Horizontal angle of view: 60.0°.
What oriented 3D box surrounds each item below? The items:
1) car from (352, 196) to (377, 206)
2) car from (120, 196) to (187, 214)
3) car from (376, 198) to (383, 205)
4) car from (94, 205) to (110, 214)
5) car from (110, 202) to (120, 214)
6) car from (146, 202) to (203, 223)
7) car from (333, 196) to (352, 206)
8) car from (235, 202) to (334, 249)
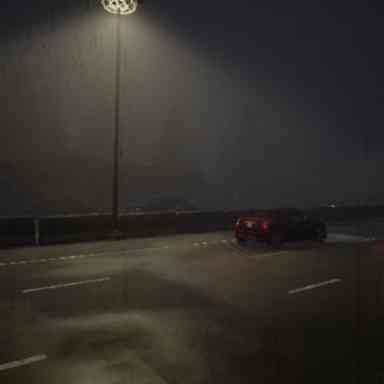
[{"bbox_3d":[29.306,1.484,55.021,4.902,1.511,2.128,-1,0,-35],"label":"car"},{"bbox_3d":[-2.774,1.332,27.832,5.566,2.045,2.150,0,0,-36],"label":"car"},{"bbox_3d":[31.379,1.553,52.208,4.181,1.385,1.994,-1,0,-35],"label":"car"},{"bbox_3d":[-7.025,1.659,33.396,5.357,1.411,2.033,0,0,-36],"label":"car"},{"bbox_3d":[-4.632,1.604,30.805,4.902,1.511,2.128,0,0,-36],"label":"car"},{"bbox_3d":[-0.889,1.671,24.877,4.181,1.385,1.994,0,0,-36],"label":"car"},{"bbox_3d":[26.147,1.511,57.054,4.892,1.490,1.837,-1,0,-35],"label":"car"},{"bbox_3d":[4.173,1.447,15.345,4.553,1.767,2.097,0,0,-36],"label":"car"}]
